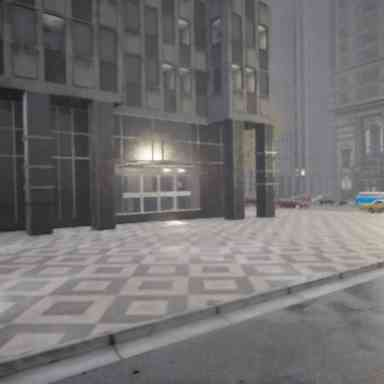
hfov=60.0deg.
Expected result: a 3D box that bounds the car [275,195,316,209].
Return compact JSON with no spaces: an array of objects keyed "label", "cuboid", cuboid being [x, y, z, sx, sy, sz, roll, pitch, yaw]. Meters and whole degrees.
[{"label":"car","cuboid":[11.754,1.290,39.115,1.887,1.381,4.507,-2,1,-36]}]

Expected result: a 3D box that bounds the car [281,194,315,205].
[{"label":"car","cuboid":[15.383,1.064,48.671,1.887,1.381,4.507,-2,1,-36]}]

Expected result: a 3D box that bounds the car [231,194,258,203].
[{"label":"car","cuboid":[9.066,1.042,57.464,2.008,1.369,4.403,-2,1,-36]}]

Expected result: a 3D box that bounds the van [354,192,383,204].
[{"label":"van","cuboid":[21.696,0.892,39.875,1.690,1.788,3.998,-2,1,-36]}]

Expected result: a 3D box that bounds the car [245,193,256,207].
[{"label":"car","cuboid":[8.665,1.045,43.407,2.192,1.841,5.009,-2,1,-36]}]

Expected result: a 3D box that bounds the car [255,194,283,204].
[{"label":"car","cuboid":[12.225,1.087,53.068,1.802,1.307,4.206,-2,1,-36]}]

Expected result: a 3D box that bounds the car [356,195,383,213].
[{"label":"car","cuboid":[18.021,1.303,30.380,1.752,1.417,4.829,-2,1,-36]}]

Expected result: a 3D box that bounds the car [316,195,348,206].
[{"label":"car","cuboid":[18.542,1.101,44.275,1.947,1.339,4.313,-2,1,-36]}]
